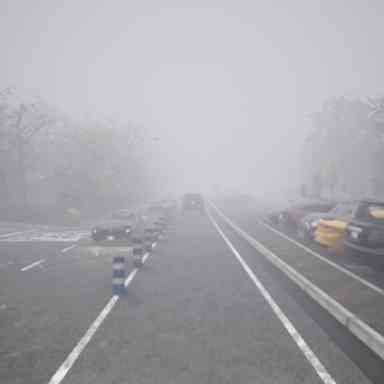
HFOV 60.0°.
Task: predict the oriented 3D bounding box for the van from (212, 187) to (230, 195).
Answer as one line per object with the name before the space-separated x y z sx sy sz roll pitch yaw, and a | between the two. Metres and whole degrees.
van | 7.204 -0.241 82.541 4.442 1.987 1.878 0 1 0

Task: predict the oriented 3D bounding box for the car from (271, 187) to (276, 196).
car | 20.102 0.293 71.421 4.792 1.488 2.163 0 2 1

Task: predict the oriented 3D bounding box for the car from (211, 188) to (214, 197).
car | 6.737 0.529 63.135 5.366 1.575 1.946 0 2 0

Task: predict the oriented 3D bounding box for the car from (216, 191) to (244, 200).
car | 6.905 0.623 60.359 4.892 1.521 2.231 0 2 0

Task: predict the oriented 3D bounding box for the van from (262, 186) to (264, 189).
van | 20.282 -0.243 82.357 4.442 1.987 1.878 0 1 0

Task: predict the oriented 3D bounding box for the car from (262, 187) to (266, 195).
car | 20.147 0.048 79.595 5.008 1.535 2.097 0 1 0

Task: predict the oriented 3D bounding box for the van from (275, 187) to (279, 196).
van | 20.166 0.122 68.643 4.442 1.987 1.878 0 2 0

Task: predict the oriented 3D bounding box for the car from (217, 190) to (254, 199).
car | 6.833 0.892 52.035 5.008 1.535 2.097 0 2 0

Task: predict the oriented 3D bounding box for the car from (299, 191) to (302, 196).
car | 19.878 0.918 51.918 4.792 1.488 2.163 0 2 0

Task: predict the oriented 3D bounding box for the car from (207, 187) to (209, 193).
car | 7.105 -0.118 88.099 4.792 1.488 2.163 0 1 0

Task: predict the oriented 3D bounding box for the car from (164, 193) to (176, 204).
car | -3.326 0.927 49.598 2.033 1.411 5.357 0 2 0

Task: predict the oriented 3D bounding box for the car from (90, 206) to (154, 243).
car | -3.366 1.585 16.410 2.033 1.411 5.357 -1 -1 0

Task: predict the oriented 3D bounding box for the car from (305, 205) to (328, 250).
car | 6.732 1.366 11.094 5.008 1.535 2.097 0 1 1

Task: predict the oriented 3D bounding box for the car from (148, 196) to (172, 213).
car | -3.345 1.429 33.431 1.895 1.301 4.718 0 2 0

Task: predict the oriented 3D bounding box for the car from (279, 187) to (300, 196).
car | 20.030 0.278 62.982 5.566 2.045 2.435 0 2 0

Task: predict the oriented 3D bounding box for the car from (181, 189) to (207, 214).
car | 0.102 1.060 33.091 2.150 2.045 5.566 0 2 0

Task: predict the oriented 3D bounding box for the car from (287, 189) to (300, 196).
car | 19.769 0.706 57.456 5.366 1.575 1.946 0 2 0

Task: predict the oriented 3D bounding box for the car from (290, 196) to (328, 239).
car | 6.794 1.179 13.869 4.553 1.767 2.185 0 1 1

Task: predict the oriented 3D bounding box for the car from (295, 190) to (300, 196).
car | 19.928 0.839 54.687 4.674 1.452 2.002 0 2 0

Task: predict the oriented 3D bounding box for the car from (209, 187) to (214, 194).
car | 6.785 0.347 68.805 5.366 1.575 1.946 0 2 0

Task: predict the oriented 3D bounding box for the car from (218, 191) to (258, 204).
car | 6.775 1.012 49.262 4.792 1.488 2.163 0 2 0

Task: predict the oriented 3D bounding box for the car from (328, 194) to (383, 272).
car | 6.739 1.168 8.296 5.566 2.045 2.435 0 1 1

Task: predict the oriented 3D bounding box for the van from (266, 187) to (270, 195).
van | 20.010 -0.108 76.805 4.442 1.987 1.878 0 1 0

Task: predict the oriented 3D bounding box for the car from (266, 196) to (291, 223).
car | 6.786 1.195 19.441 4.792 1.488 2.163 0 1 1

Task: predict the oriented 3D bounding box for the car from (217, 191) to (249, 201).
car | 7.061 0.709 57.583 5.366 1.575 1.946 0 2 0

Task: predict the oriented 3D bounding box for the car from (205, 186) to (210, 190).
car | 6.996 -0.282 93.651 5.366 1.575 1.946 0 1 0

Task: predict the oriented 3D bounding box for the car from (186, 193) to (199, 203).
car | 0.107 0.902 51.114 1.994 1.385 4.181 0 2 0

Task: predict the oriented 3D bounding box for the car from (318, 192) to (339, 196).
car | 19.856 1.064 46.503 5.008 1.535 2.097 0 2 0

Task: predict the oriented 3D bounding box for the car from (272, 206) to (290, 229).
car | 6.818 1.265 16.658 4.792 1.488 2.163 0 1 1

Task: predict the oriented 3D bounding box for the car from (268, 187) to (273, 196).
car | 20.124 0.218 74.060 4.792 1.488 2.163 0 1 0

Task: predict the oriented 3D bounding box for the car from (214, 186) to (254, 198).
car | 6.880 0.551 54.801 5.566 2.045 2.435 0 2 0

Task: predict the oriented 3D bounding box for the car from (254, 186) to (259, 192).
car | 20.185 -0.400 87.896 5.566 2.045 2.435 0 1 0

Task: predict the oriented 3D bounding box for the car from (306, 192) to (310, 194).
car | 19.916 0.849 49.269 4.553 1.767 2.185 0 2 0

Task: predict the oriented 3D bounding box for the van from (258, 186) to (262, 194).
van | 20.072 -0.309 85.129 4.442 1.987 1.878 0 1 0
